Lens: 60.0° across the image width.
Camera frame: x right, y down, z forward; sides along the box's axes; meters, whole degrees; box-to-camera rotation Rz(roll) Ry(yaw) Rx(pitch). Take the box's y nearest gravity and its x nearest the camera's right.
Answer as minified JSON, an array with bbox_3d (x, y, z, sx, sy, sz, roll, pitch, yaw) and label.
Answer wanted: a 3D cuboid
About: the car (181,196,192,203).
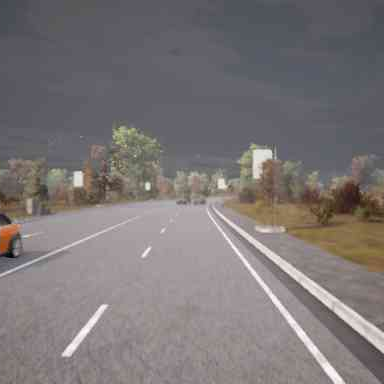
[{"bbox_3d":[-1.275,1.774,78.050,2.033,1.411,5.357,0,0,6],"label":"car"}]

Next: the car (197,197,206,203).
[{"bbox_3d":[2.248,1.804,78.136,1.994,1.385,4.181,0,0,6],"label":"car"}]

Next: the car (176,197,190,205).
[{"bbox_3d":[-2.099,1.910,67.757,1.895,1.301,4.718,0,0,4],"label":"car"}]

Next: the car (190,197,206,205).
[{"bbox_3d":[1.393,1.857,67.524,2.033,1.411,5.357,0,0,4],"label":"car"}]

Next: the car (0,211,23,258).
[{"bbox_3d":[-7.078,1.395,9.910,2.097,1.767,4.553,0,0,0],"label":"car"}]
